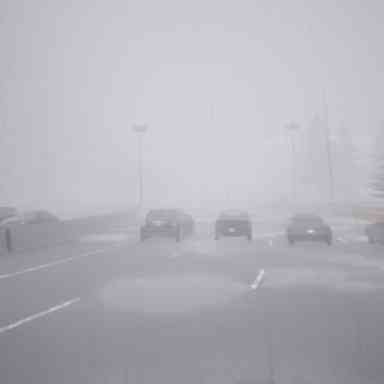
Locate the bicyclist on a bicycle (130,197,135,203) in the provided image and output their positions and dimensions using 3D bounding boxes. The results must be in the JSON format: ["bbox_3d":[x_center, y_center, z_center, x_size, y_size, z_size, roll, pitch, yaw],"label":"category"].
[{"bbox_3d":[-16.217,2.262,91.281,0.582,1.620,1.656,0,-21,35],"label":"bicyclist on a bicycle"}]

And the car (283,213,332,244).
[{"bbox_3d":[5.702,1.730,16.766,1.994,1.385,4.181,-1,-1,13],"label":"car"}]

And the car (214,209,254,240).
[{"bbox_3d":[2.403,1.715,18.713,1.882,1.535,5.008,-1,0,11],"label":"car"}]

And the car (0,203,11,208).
[{"bbox_3d":[-14.538,1.865,24.046,2.097,1.767,4.553,-1,-1,8],"label":"car"}]

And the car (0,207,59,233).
[{"bbox_3d":[-11.127,1.992,23.210,1.812,1.442,4.674,-1,-1,9],"label":"car"}]

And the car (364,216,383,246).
[{"bbox_3d":[8.554,1.632,13.506,2.033,1.411,5.357,-1,-1,15],"label":"car"}]

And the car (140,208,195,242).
[{"bbox_3d":[-1.223,1.638,18.371,2.097,1.767,4.553,-1,-1,11],"label":"car"}]
